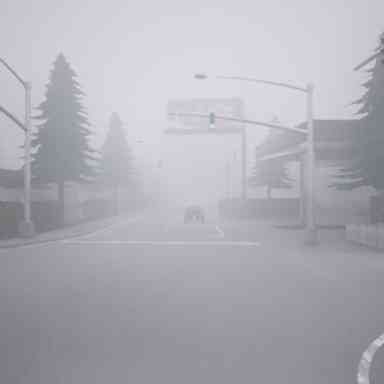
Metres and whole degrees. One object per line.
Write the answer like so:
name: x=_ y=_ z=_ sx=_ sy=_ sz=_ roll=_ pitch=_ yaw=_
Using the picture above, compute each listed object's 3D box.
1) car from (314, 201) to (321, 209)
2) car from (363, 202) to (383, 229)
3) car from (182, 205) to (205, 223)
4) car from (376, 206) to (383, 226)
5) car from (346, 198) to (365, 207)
car: x=22.562 y=2.343 z=61.945 sx=1.970 sy=1.475 sz=3.806 roll=0 pitch=-1 yaw=0
car: x=14.389 y=1.798 z=22.891 sx=3.866 sy=1.878 sz=1.905 roll=0 pitch=-1 yaw=0
car: x=0.196 y=1.992 z=31.139 sx=1.837 sy=1.490 sz=4.892 roll=1 pitch=0 yaw=0
car: x=18.721 y=2.037 z=28.554 sx=4.611 sy=1.667 sz=2.242 roll=0 pitch=-1 yaw=0
car: x=34.974 y=2.379 z=69.725 sx=2.007 sy=1.523 sz=4.514 roll=0 pitch=-1 yaw=0
